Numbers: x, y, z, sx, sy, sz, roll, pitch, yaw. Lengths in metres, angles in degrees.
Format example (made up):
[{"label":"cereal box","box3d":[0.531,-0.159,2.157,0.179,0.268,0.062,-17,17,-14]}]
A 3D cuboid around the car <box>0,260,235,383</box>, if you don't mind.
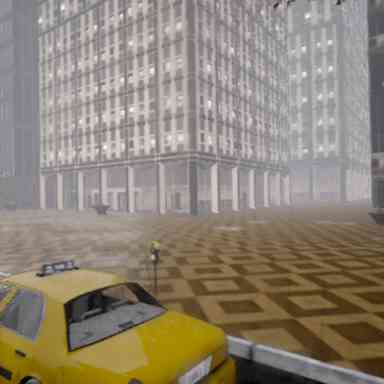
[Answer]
[{"label":"car","box3d":[-1.851,1.545,4.206,4.829,1.417,1.752,0,-1,35]}]
